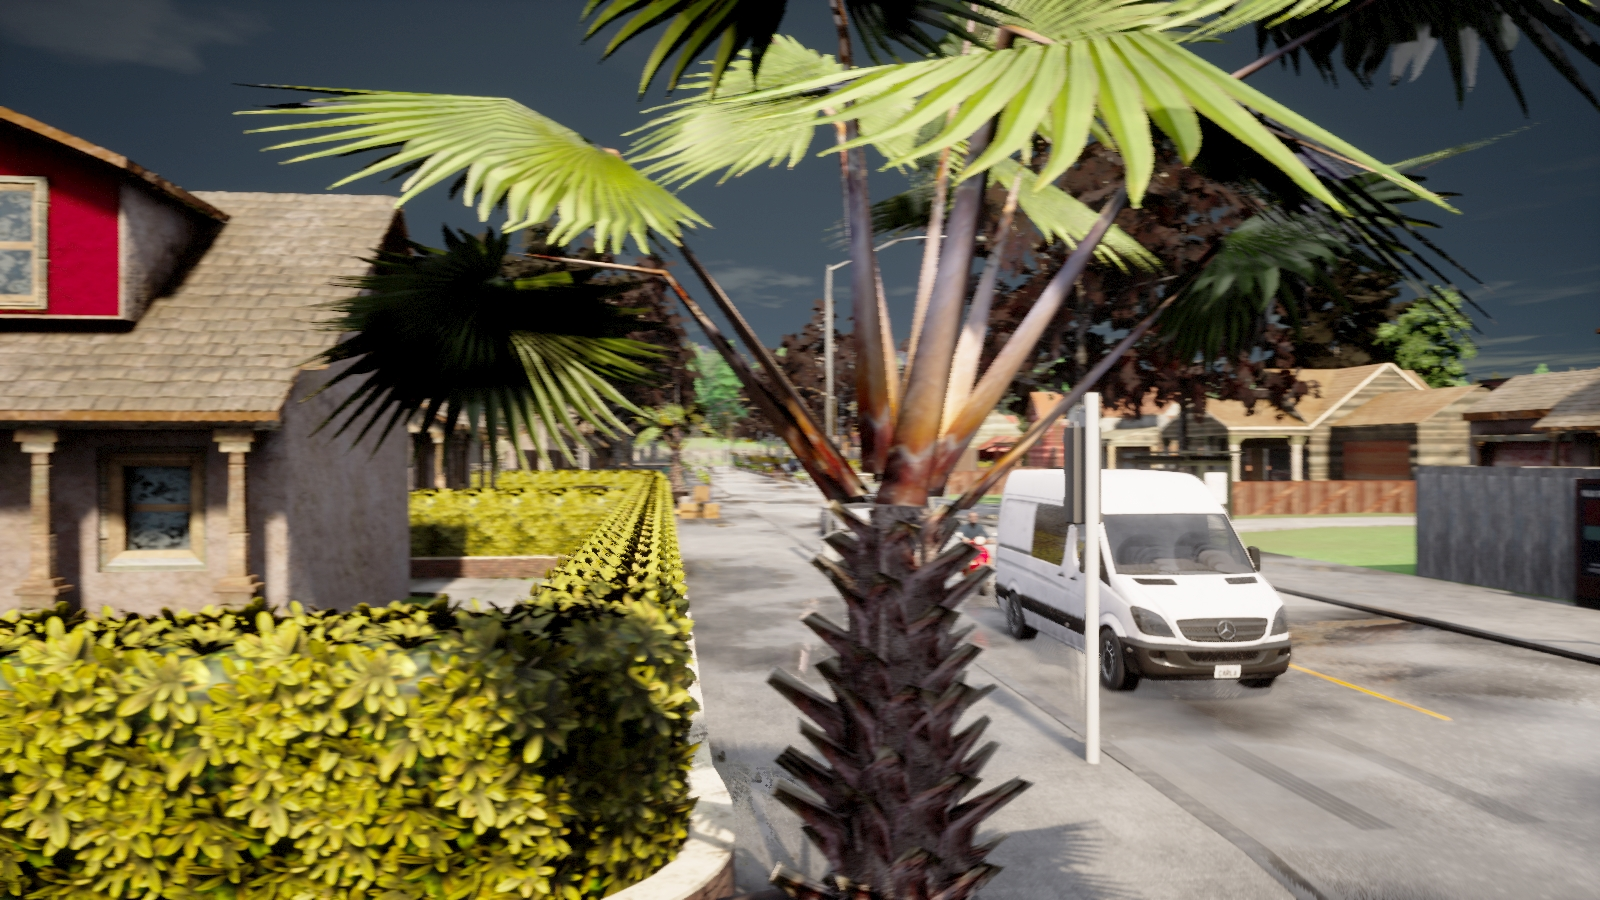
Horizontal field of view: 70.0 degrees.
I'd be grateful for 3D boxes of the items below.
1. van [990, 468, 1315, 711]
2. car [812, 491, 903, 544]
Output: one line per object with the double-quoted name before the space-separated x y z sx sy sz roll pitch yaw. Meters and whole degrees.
"van" 4.376 1.570 15.489 1.988 2.561 5.915 0 0 -7
"car" 1.794 2.156 37.632 2.231 1.480 4.892 0 0 -7
